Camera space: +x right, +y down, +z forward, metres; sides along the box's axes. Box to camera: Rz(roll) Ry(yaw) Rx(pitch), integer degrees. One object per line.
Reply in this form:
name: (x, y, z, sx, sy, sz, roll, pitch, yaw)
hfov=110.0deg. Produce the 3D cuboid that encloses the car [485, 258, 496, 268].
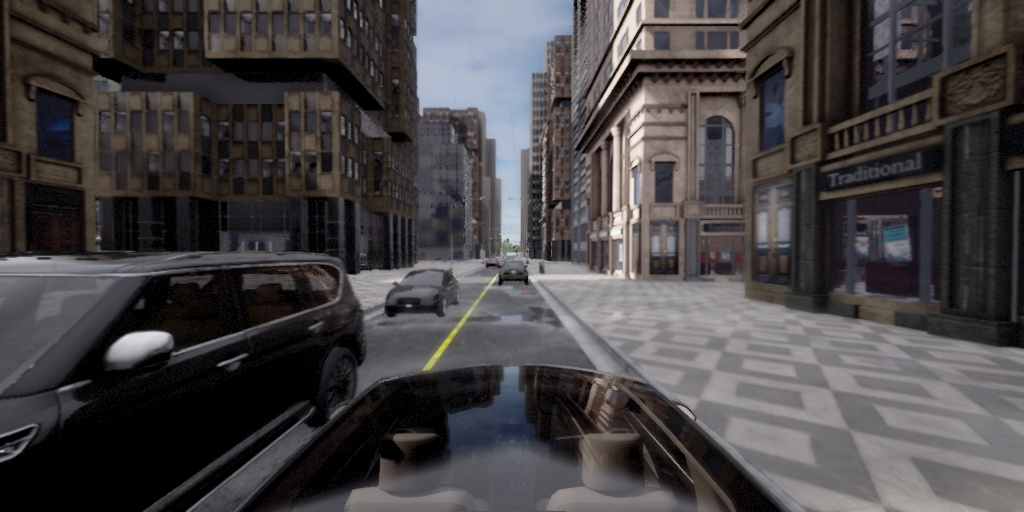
car: (-3.055, 1.051, 57.173, 2.097, 1.767, 4.553, 0, 0, 0)

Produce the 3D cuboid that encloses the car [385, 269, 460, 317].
car: (-3.086, 1.243, 13.206, 1.837, 1.490, 4.892, 0, 0, 0)

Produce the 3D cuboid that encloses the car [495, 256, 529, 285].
car: (0.099, 1.078, 26.041, 2.097, 1.767, 4.553, 0, 0, 0)

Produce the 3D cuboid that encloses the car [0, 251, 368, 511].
car: (-3.093, 0.970, 2.761, 2.150, 2.045, 5.566, 0, 0, 1)
